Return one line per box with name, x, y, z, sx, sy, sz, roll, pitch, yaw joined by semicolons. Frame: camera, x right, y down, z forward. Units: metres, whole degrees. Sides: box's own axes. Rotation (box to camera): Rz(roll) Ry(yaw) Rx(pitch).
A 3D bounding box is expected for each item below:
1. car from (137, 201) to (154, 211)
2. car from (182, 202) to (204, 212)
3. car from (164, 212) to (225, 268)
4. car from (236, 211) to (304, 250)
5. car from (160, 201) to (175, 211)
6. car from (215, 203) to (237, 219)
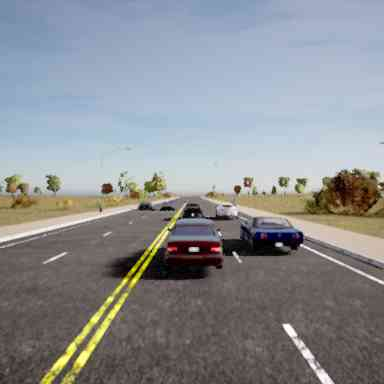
car;-6.589;1.959;47.955;1.994;1.385;4.181;0;-1;0
car;0.082;1.767;31.758;1.837;1.490;4.892;0;-1;0
car;0.065;1.646;11.640;2.033;1.411;5.357;0;0;0
car;3.331;1.726;14.867;1.895;1.301;4.718;0;0;0
car;-3.347;1.933;46.890;2.033;1.411;5.357;0;0;0
car;3.335;1.795;32.532;1.812;1.442;4.674;0;0;0
